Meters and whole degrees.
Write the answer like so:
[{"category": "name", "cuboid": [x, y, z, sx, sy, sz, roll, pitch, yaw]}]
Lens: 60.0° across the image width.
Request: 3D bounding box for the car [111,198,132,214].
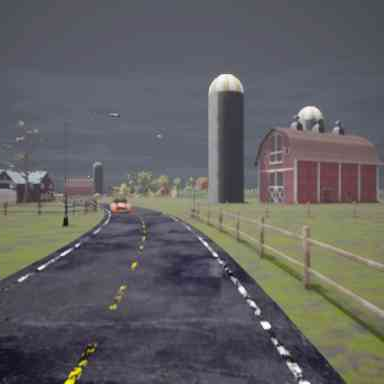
[{"category": "car", "cuboid": [-7.916, 1.444, 36.935, 2.097, 1.767, 4.553, 0, 0, -15]}]
